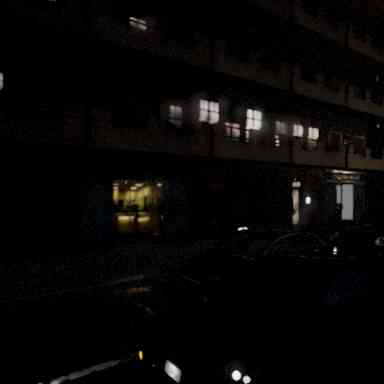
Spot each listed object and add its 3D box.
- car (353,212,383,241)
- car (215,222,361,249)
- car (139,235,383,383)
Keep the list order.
[{"bbox_3d":[6.375,1.410,11.098,4.097,1.590,1.967,0,0,-35],"label":"car"},{"bbox_3d":[1.748,1.536,7.800,4.403,1.369,2.008,0,0,-35],"label":"car"},{"bbox_3d":[1.434,1.555,4.394,4.181,1.385,1.994,0,0,-36],"label":"car"}]
